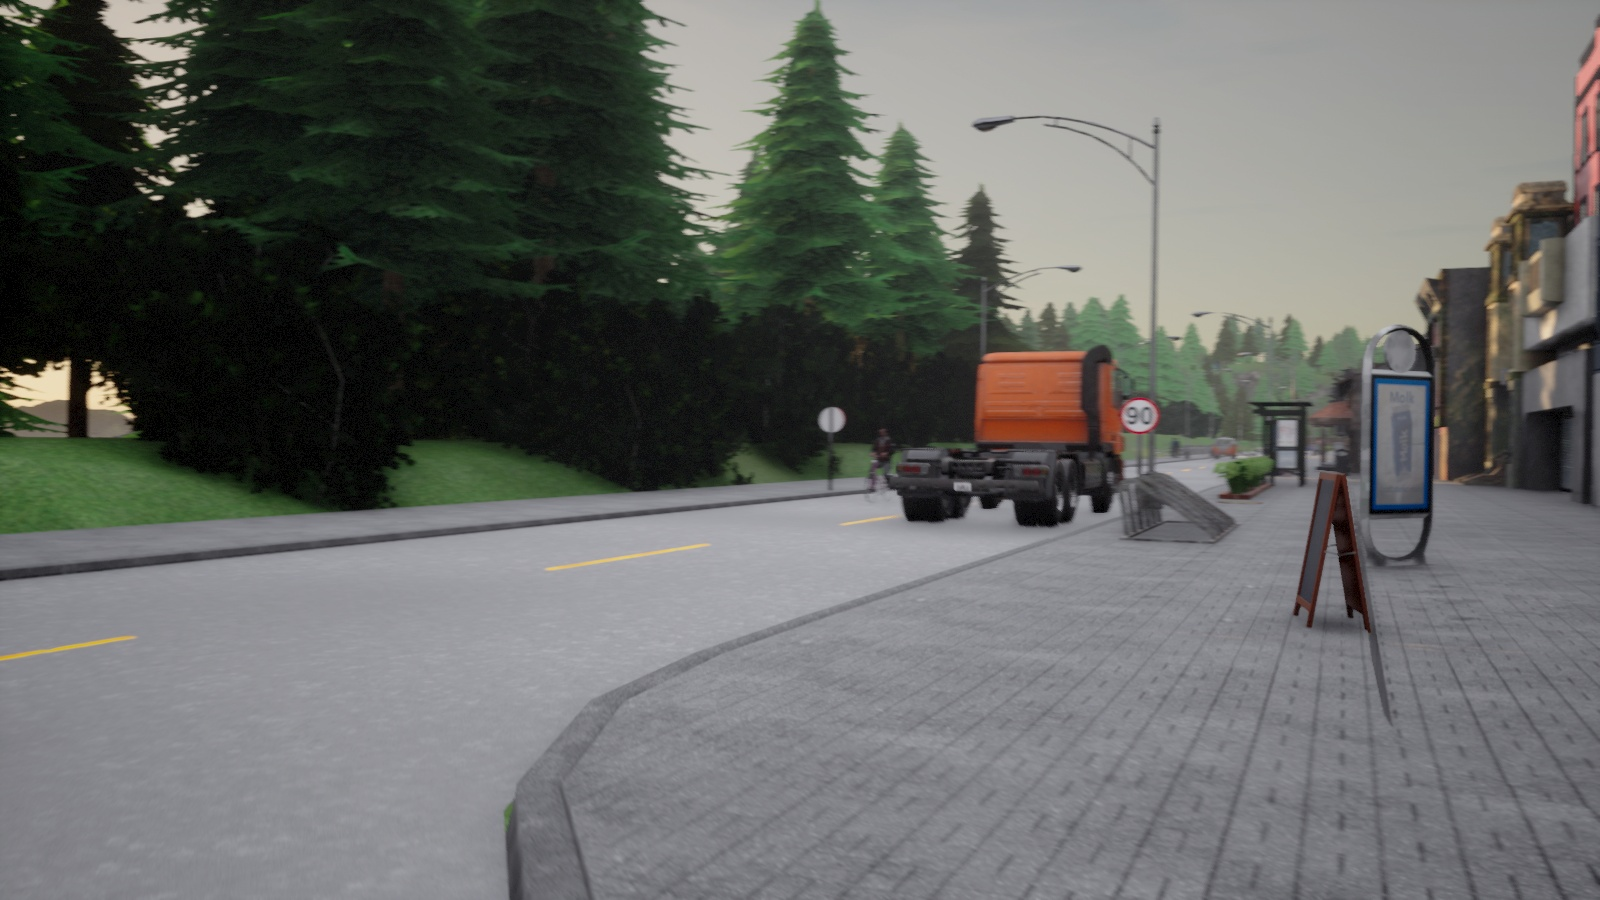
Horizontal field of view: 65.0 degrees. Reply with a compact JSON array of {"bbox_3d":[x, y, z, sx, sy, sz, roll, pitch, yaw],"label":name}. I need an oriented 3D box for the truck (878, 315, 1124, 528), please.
[{"bbox_3d":[4.260,-0.506,24.675,2.891,3.462,7.936,0,1,23],"label":"truck"}]

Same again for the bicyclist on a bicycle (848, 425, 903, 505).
[{"bbox_3d":[1.755,0.320,28.975,0.659,1.776,1.843,0,0,23],"label":"bicyclist on a bicycle"}]
